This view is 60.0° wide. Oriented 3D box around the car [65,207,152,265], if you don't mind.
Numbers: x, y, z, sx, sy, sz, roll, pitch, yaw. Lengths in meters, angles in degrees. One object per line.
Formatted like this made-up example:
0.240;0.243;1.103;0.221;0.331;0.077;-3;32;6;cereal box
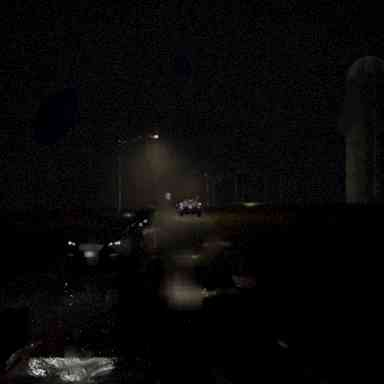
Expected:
-2.905;1.512;11.895;2.128;1.511;4.902;0;0;0;car

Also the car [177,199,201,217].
-0.164;1.509;33.363;2.097;1.767;4.553;0;-1;0;car

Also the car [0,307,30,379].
-2.831;1.603;1.743;1.895;1.301;4.718;0;0;-1;car

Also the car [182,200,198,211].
-0.209;1.815;45.276;2.033;1.411;5.357;0;-1;0;car

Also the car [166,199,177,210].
-3.001;1.844;50.238;1.882;1.535;5.008;0;-1;0;car

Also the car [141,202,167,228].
-2.960;1.647;22.832;1.994;1.385;4.181;0;0;-2;car
